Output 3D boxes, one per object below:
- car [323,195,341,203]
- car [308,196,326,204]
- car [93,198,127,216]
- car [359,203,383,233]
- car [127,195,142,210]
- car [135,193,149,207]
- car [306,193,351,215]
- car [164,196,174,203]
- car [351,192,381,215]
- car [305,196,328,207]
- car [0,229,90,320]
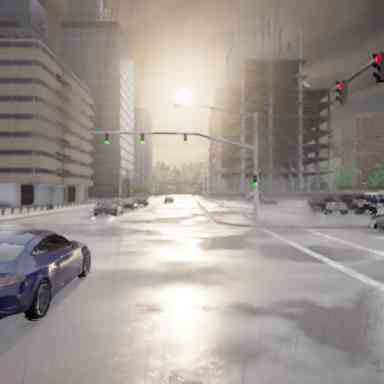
[{"bbox_3d":[27.126,1.415,64.682,1.784,1.438,3.905,0,0,0],"label":"car"},{"bbox_3d":[24.231,1.444,64.666,1.970,1.475,3.806,0,0,0],"label":"car"},{"bbox_3d":[-8.103,1.359,32.610,2.097,1.767,4.553,0,0,-1],"label":"car"},{"bbox_3d":[12.095,1.510,17.851,4.902,1.511,2.128,0,0,0],"label":"car"},{"bbox_3d":[-8.190,1.489,43.060,1.882,1.535,5.008,0,0,0],"label":"car"},{"bbox_3d":[-8.238,1.238,53.641,2.150,2.045,5.566,0,0,-1],"label":"car"},{"bbox_3d":[13.049,1.178,32.087,1.932,1.855,4.605,0,0,0],"label":"car"},{"bbox_3d":[-4.857,1.579,70.623,1.994,1.385,4.181,0,0,-1],"label":"car"},{"bbox_3d":[15.944,1.184,32.049,1.905,1.878,3.866,0,0,0],"label":"car"},{"bbox_3d":[18.549,1.433,49.531,1.970,1.475,3.806,0,0,0],"label":"car"},{"bbox_3d":[-3.595,1.526,7.170,1.812,1.442,4.674,0,0,-2],"label":"car"}]
